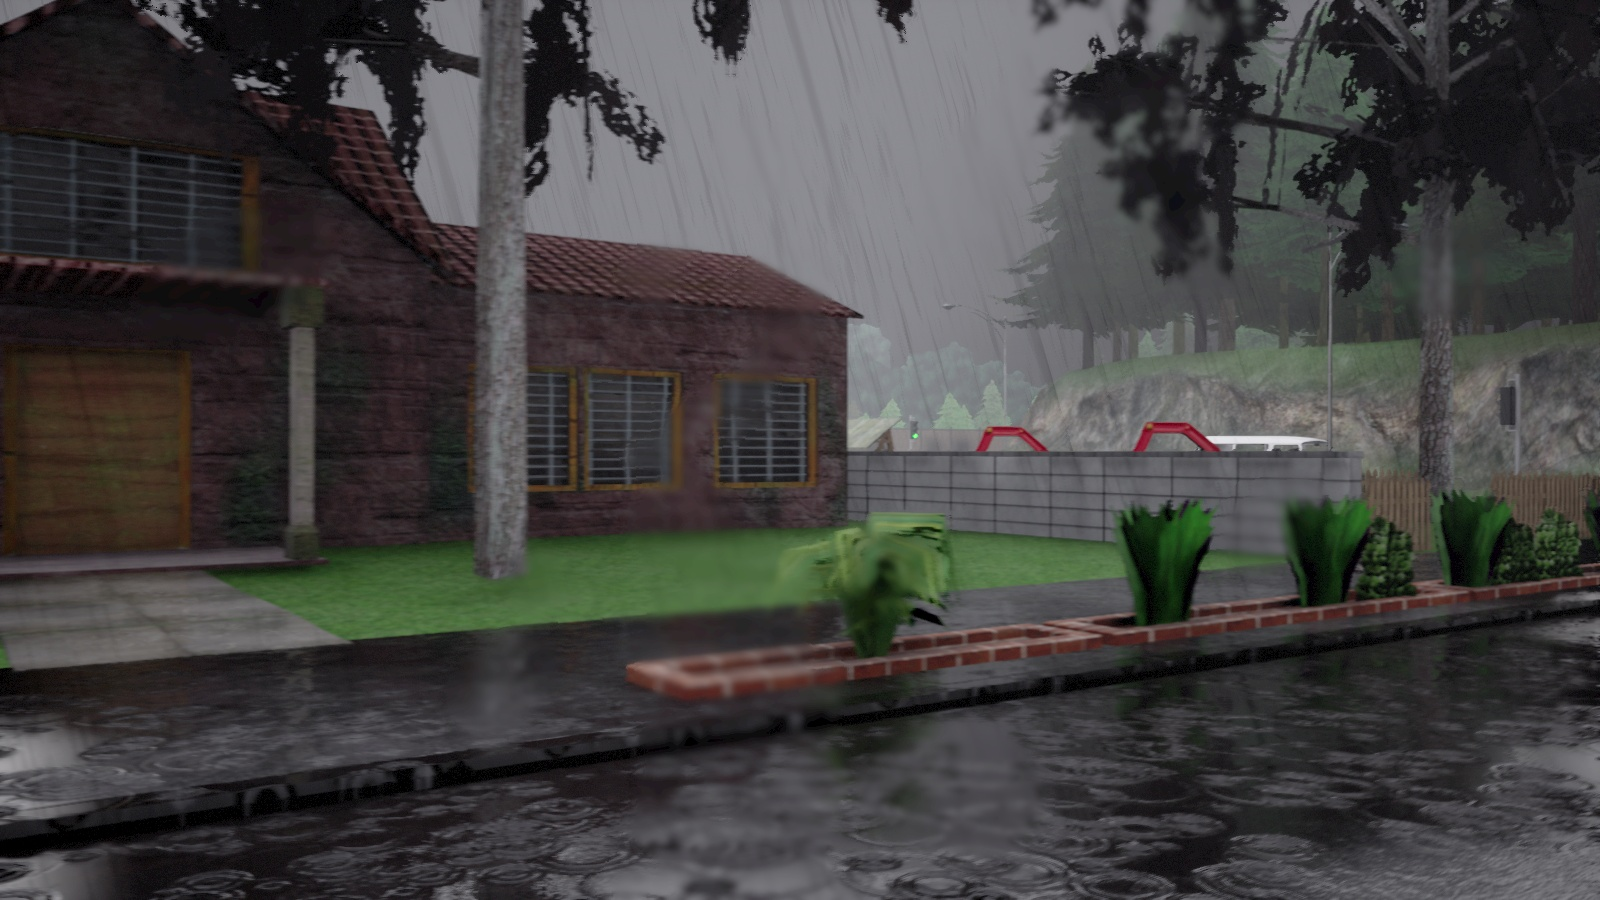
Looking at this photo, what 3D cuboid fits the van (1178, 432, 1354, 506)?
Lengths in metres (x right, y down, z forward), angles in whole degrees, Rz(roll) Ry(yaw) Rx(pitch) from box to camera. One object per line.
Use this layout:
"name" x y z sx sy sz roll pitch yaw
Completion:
"van" 13.627 0.530 36.958 2.069 2.038 4.480 0 0 -35
